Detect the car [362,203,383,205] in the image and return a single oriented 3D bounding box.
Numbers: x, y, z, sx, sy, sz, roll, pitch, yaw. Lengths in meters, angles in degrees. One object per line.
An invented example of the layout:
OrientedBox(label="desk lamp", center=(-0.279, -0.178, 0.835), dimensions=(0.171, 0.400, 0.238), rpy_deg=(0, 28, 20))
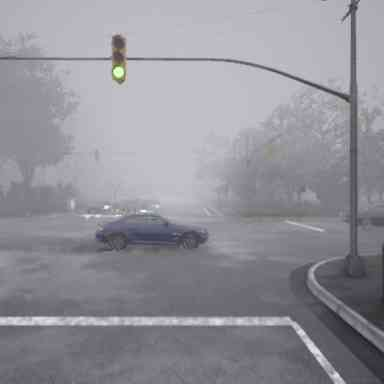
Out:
OrientedBox(label="car", center=(13.729, 1.585, 25.371), dimensions=(4.902, 1.511, 2.128), rpy_deg=(0, 0, -3))

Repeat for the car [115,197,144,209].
OrientedBox(label="car", center=(-7.060, 1.646, 37.926), dimensions=(1.837, 1.490, 4.892), rpy_deg=(0, 0, 0))

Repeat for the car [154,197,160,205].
OrientedBox(label="car", center=(-7.229, 1.643, 63.115), dimensions=(1.882, 1.535, 5.008), rpy_deg=(0, 0, -1))

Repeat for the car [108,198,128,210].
OrientedBox(label="car", center=(-10.562, 1.693, 47.551), dimensions=(1.812, 1.442, 4.674), rpy_deg=(0, 0, 0))

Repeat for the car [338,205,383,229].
OrientedBox(label="car", center=(12.438, 1.681, 21.793), dimensions=(4.718, 1.301, 1.895), rpy_deg=(0, 0, -3))

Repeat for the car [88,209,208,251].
OrientedBox(label="car", center=(-1.656, 1.578, 13.901), dimensions=(4.674, 1.442, 1.812), rpy_deg=(0, 0, -3))

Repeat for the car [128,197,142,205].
OrientedBox(label="car", center=(-10.722, 1.672, 62.795), dimensions=(1.837, 1.490, 4.892), rpy_deg=(0, 0, -1))

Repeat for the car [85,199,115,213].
OrientedBox(label="car", center=(-10.558, 1.689, 38.183), dimensions=(2.033, 1.411, 5.357), rpy_deg=(0, 0, 0))

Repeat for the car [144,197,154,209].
OrientedBox(label="car", center=(-7.065, 1.657, 47.296), dimensions=(2.128, 1.511, 4.902), rpy_deg=(0, 0, 0))
